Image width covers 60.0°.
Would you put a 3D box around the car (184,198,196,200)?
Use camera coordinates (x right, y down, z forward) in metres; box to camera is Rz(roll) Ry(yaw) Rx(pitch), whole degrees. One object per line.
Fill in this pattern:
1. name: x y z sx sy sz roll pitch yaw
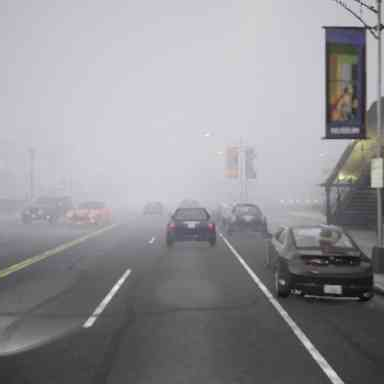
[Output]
1. car: -0.238 1.487 33.509 2.097 1.767 4.553 0 0 0

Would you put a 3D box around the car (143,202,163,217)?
1. car: -3.759 1.681 33.134 2.033 1.411 5.357 0 0 -1

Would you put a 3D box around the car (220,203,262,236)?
1. car: 2.848 1.432 19.221 2.185 1.767 4.553 0 0 -1

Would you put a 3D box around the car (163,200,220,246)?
1. car: -0.053 1.415 15.765 2.097 1.767 4.553 0 0 -1

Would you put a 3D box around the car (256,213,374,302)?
1. car: 2.943 1.515 8.445 2.231 1.521 4.892 0 0 9

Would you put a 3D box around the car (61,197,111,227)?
1. car: -7.317 1.448 23.829 2.097 1.767 4.553 0 0 0

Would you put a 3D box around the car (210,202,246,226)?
1. car: 2.632 1.583 25.643 2.097 1.535 5.008 0 0 -1

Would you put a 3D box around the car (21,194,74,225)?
1. car: -10.830 1.327 25.460 2.150 2.045 5.566 0 -1 0

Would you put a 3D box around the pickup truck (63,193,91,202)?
1. pickup truck: -29.595 1.435 85.729 6.274 2.098 2.390 0 0 -1
